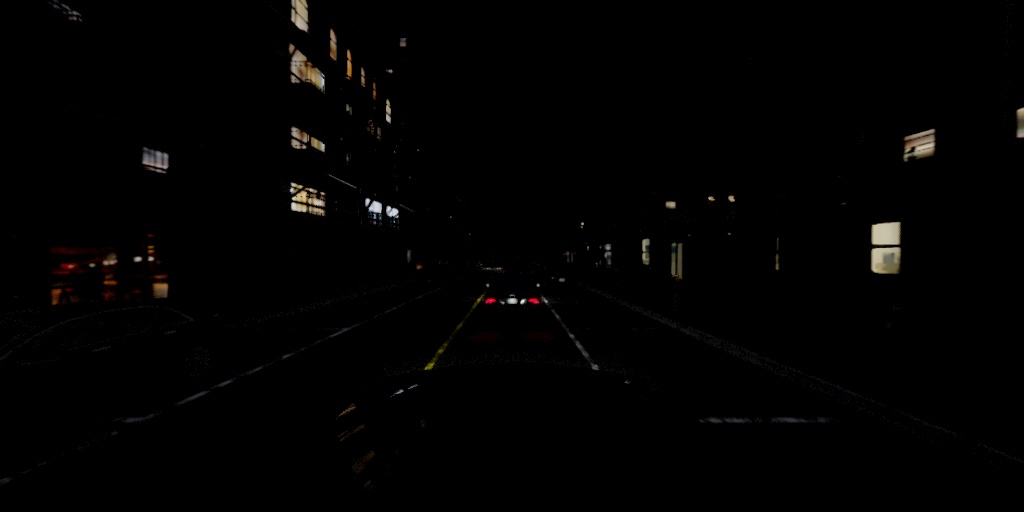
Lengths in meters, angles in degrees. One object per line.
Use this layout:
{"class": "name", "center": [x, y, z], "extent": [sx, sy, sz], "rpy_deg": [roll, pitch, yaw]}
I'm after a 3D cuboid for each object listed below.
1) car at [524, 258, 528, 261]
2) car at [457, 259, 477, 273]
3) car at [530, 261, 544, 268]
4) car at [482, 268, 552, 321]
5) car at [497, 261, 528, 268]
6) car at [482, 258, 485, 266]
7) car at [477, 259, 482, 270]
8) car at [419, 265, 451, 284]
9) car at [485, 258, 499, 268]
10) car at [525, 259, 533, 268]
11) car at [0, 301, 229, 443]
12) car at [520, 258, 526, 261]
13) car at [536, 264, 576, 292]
{"class": "car", "center": [2.699, 1.299, 44.224], "extent": [1.751, 1.417, 4.829], "rpy_deg": [0, 0, 0]}
{"class": "car", "center": [-5.683, 1.356, 44.085], "extent": [1.802, 1.307, 4.207], "rpy_deg": [0, 0, 0]}
{"class": "car", "center": [2.695, 1.315, 27.022], "extent": [2.007, 1.370, 4.403], "rpy_deg": [0, 0, 0]}
{"class": "car", "center": [0.029, 1.304, 12.480], "extent": [2.033, 1.411, 5.357], "rpy_deg": [0, 0, 1]}
{"class": "car", "center": [0.054, 1.331, 29.670], "extent": [1.994, 1.385, 4.181], "rpy_deg": [0, 0, 0]}
{"class": "car", "center": [-5.681, 1.221, 55.440], "extent": [1.967, 1.591, 4.097], "rpy_deg": [0, 0, 0]}
{"class": "car", "center": [-5.682, 1.343, 49.763], "extent": [1.948, 1.339, 4.313], "rpy_deg": [0, 0, 0]}
{"class": "car", "center": [-5.687, 1.330, 27.052], "extent": [1.948, 1.339, 4.313], "rpy_deg": [0, 0, 0]}
{"class": "car", "center": [-3.031, 1.262, 60.982], "extent": [1.882, 1.535, 5.008], "rpy_deg": [0, 0, 1]}
{"class": "car", "center": [2.697, 1.316, 38.377], "extent": [1.888, 1.381, 4.507], "rpy_deg": [0, 0, 0]}
{"class": "car", "center": [-5.691, 1.302, 4.342], "extent": [2.007, 1.370, 4.403], "rpy_deg": [0, 0, 0]}
{"class": "car", "center": [2.700, 1.346, 55.409], "extent": [1.948, 1.339, 4.313], "rpy_deg": [0, 0, 0]}
{"class": "car", "center": [2.694, 1.327, 21.345], "extent": [1.948, 1.339, 4.313], "rpy_deg": [0, 0, 0]}
